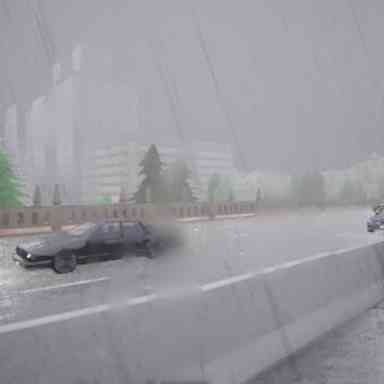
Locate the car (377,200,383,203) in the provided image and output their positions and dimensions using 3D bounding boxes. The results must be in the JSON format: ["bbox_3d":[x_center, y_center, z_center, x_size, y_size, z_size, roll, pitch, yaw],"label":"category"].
[{"bbox_3d":[21.889,1.557,37.149,4.181,1.385,1.994,0,0,-41],"label":"car"}]

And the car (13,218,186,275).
[{"bbox_3d":[-2.740,1.584,10.870,5.357,1.411,2.033,0,0,-39],"label":"car"}]

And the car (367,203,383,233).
[{"bbox_3d":[11.439,1.520,18.527,4.674,1.442,1.812,0,0,-42],"label":"car"}]
